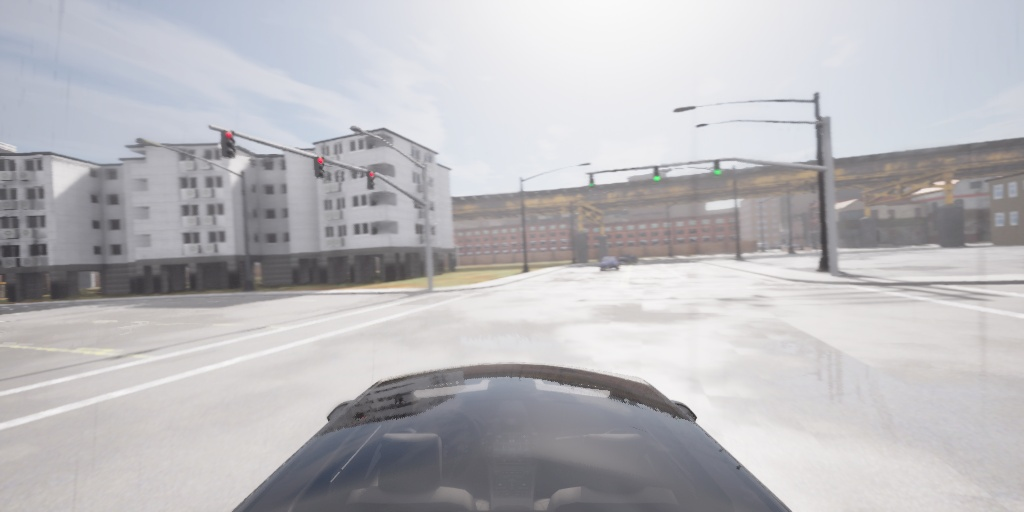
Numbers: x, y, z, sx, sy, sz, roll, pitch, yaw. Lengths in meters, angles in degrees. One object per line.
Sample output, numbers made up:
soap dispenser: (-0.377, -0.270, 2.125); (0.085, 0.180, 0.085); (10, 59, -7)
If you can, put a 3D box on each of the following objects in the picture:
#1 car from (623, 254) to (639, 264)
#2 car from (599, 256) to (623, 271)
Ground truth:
car: (17.038, 0.393, 52.839); (2.033, 1.411, 5.357); (-3, 0, 37)
car: (10.133, 0.746, 37.170); (1.812, 1.442, 4.674); (-3, 0, 19)
